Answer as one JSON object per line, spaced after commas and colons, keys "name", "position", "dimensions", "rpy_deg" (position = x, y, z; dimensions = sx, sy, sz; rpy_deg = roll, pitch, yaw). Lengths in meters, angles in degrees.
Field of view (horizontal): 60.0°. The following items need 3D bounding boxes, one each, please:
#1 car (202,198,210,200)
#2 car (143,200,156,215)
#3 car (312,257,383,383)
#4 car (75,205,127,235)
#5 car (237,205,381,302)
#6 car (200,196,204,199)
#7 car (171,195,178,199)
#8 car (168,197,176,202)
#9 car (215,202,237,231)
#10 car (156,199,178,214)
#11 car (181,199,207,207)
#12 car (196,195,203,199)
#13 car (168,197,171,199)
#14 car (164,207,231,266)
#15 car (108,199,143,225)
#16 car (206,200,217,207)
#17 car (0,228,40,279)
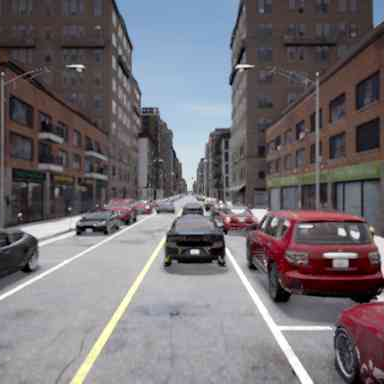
{"name": "car", "position": [2.603, 1.785, 42.365], "dimensions": [1.947, 1.339, 4.313], "rpy_deg": [0, 0, 0]}
{"name": "car", "position": [-5.417, 1.631, 36.674], "dimensions": [1.967, 1.590, 4.097], "rpy_deg": [0, 0, 0]}
{"name": "car", "position": [2.637, 1.597, 2.596], "dimensions": [1.802, 1.307, 4.206], "rpy_deg": [0, 0, 0]}
{"name": "car", "position": [-5.403, 1.669, 19.629], "dimensions": [1.947, 1.339, 4.313], "rpy_deg": [0, 0, 0]}
{"name": "car", "position": [2.632, 1.359, 8.279], "dimensions": [2.192, 1.841, 5.009], "rpy_deg": [0, 0, 0]}
{"name": "car", "position": [2.594, 1.802, 53.897], "dimensions": [1.752, 1.417, 4.829], "rpy_deg": [0, 0, 0]}
{"name": "car", "position": [-5.461, 1.987, 86.276], "dimensions": [2.008, 1.369, 4.403], "rpy_deg": [0, 0, 0]}
{"name": "car", "position": [-5.470, 1.986, 91.512], "dimensions": [1.752, 1.417, 4.829], "rpy_deg": [0, 0, 0]}
{"name": "car", "position": [2.622, 1.543, 19.641], "dimensions": [1.967, 1.590, 4.097], "rpy_deg": [0, 0, 0]}
{"name": "car", "position": [-2.873, 1.756, 37.010], "dimensions": [1.994, 1.385, 4.181], "rpy_deg": [0, 0, 0]}
{"name": "car", "position": [0.070, 1.658, 29.475], "dimensions": [1.837, 1.490, 4.892], "rpy_deg": [0, 0, 0]}
{"name": "car", "position": [2.564, 2.012, 91.690], "dimensions": [2.008, 1.369, 4.403], "rpy_deg": [0, 0, 0]}
{"name": "car", "position": [-5.436, 1.856, 59.401], "dimensions": [2.008, 1.369, 4.403], "rpy_deg": [0, 0, 0]}
{"name": "car", "position": [0.087, 1.540, 11.840], "dimensions": [1.882, 1.535, 5.008], "rpy_deg": [0, 0, 0]}
{"name": "car", "position": [-5.407, 1.447, 25.311], "dimensions": [2.192, 1.841, 5.009], "rpy_deg": [0, 0, 0]}
{"name": "car", "position": [2.613, 1.712, 31.002], "dimensions": [2.008, 1.369, 4.403], "rpy_deg": [0, 0, 0]}
{"name": "car", "position": [-5.393, 1.611, 8.265], "dimensions": [1.947, 1.339, 4.313], "rpy_deg": [0, 0, 0]}
